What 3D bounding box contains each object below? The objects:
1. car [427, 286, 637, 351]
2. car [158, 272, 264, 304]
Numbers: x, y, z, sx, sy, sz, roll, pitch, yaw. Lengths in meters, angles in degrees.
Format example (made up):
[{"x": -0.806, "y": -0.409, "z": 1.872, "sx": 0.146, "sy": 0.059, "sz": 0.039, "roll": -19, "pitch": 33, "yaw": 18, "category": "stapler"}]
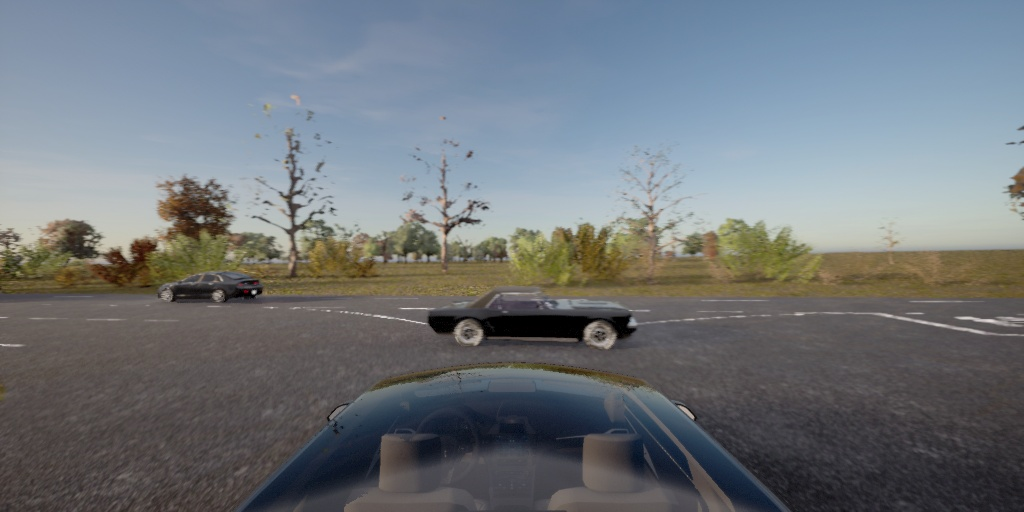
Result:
[{"x": 0.498, "y": 1.409, "z": 8.744, "sx": 4.718, "sy": 1.301, "sz": 1.895, "roll": -1, "pitch": -1, "yaw": 9, "category": "car"}, {"x": -15.156, "y": 1.565, "z": 18.099, "sx": 4.892, "sy": 1.490, "sz": 1.837, "roll": -1, "pitch": 0, "yaw": 8, "category": "car"}]
